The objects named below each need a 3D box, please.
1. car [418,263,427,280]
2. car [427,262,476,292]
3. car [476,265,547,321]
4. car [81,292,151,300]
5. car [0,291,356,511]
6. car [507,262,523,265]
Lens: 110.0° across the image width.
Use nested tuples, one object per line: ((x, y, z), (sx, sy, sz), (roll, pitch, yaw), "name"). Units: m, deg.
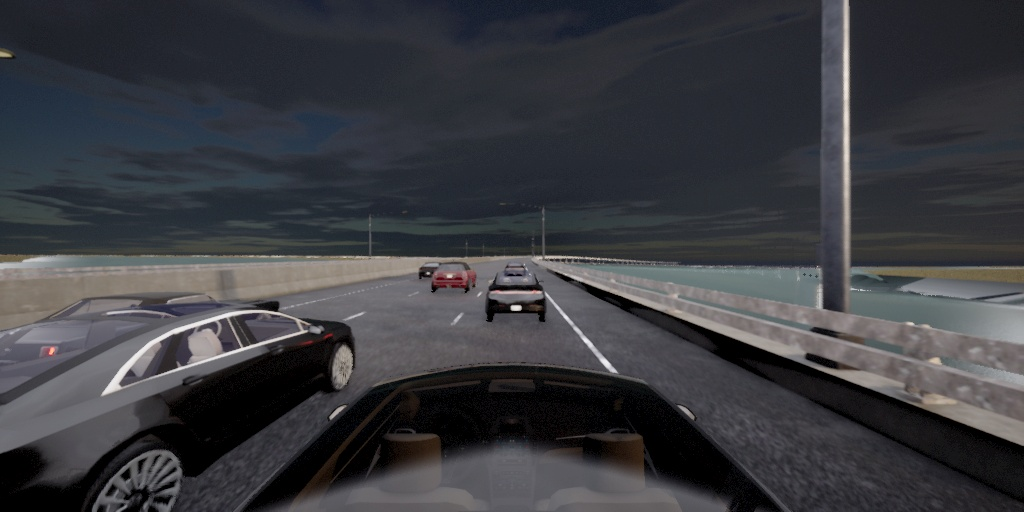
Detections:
((-6.743, 1.244, 31.412), (1.882, 1.535, 5.008), (0, 0, 1), "car")
((-3.329, 1.114, 21.334), (2.097, 1.767, 4.553), (0, 0, 0), "car")
((0.124, 1.249, 12.474), (2.128, 1.511, 4.902), (0, 0, 0), "car")
((-6.893, 1.354, 7.168), (1.895, 1.301, 4.718), (0, 0, 0), "car")
((-3.395, 1.243, 3.797), (2.128, 1.511, 4.902), (0, 0, 0), "car")
((0.265, 1.258, 32.125), (2.128, 1.511, 4.902), (0, 0, 1), "car")
